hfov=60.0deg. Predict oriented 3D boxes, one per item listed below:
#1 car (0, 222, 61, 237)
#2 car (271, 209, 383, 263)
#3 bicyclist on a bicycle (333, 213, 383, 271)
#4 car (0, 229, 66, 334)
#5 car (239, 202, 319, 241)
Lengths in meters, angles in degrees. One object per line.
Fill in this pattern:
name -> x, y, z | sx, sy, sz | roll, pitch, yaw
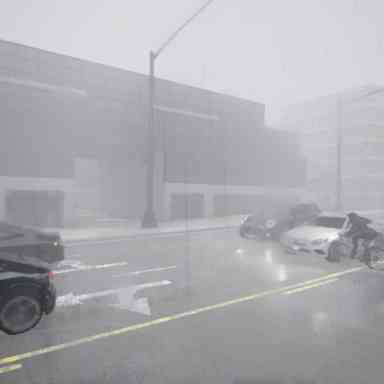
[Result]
car -> -5.721, 1.527, 8.503 | 4.674, 1.442, 1.812 | 0, 0, -34
car -> 5.218, 1.494, 12.015 | 4.674, 1.442, 1.812 | 0, 0, -35
bicyclist on a bicycle -> 4.869, 1.437, 9.736 | 0.582, 1.620, 1.656 | 0, -2, -36
car -> -4.373, 1.562, 5.174 | 4.181, 1.385, 1.994 | 0, 0, -36
car -> 4.379, 1.307, 15.716 | 4.553, 1.767, 2.097 | -1, 0, -36
